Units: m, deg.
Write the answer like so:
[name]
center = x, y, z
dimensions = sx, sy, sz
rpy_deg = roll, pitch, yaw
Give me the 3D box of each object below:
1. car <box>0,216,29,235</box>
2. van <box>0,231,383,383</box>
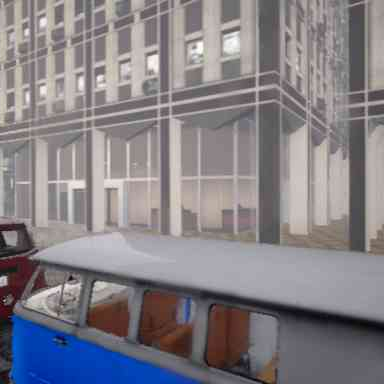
[car]
center = -4.655, 1.328, 5.825
dimensions = 5.009, 1.841, 2.192
rpy_deg = 0, 0, 33
[van]
center = 0.149, 1.331, 2.758
dimensions = 3.998, 1.788, 1.690
rpy_deg = 0, 0, 33
